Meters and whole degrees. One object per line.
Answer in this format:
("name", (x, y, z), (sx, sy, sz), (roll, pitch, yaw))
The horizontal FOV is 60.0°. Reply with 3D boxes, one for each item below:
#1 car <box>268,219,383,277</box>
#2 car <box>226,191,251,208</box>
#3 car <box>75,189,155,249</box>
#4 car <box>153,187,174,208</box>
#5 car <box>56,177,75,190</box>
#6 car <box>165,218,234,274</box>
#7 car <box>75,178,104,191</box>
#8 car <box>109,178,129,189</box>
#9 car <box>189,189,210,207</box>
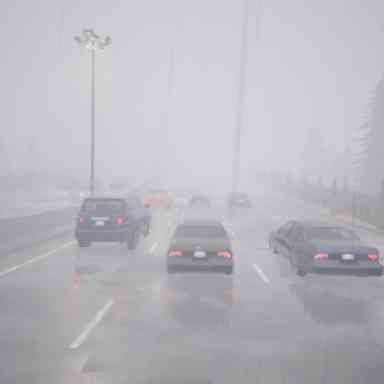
("car", (3.750, 1.552, 10.364), (2.033, 1.411, 5.357), (1, 1, 2))
("car", (4.197, 0.567, 30.534), (1.994, 1.385, 4.181), (1, 5, 1))
("car", (-3.148, 1.099, 14.265), (2.150, 2.045, 5.566), (1, 2, 1))
("car", (-2.822, 0.370, 29.762), (2.097, 1.767, 4.553), (1, 5, 1))
("car", (-16.666, -1.211, 44.791), (2.128, 1.511, 4.902), (1, 7, 1))
("car", (0.253, 1.520, 10.495), (2.033, 1.411, 5.357), (1, 1, 2))
("car", (-13.187, -1.054, 44.124), (2.033, 1.411, 5.357), (1, 7, 1))
("car", (-9.678, -1.127, 44.347), (1.882, 1.535, 5.008), (1, 7, 1))
("car", (0.707, 0.468, 30.926), (1.812, 1.442, 4.674), (1, 5, 1))
